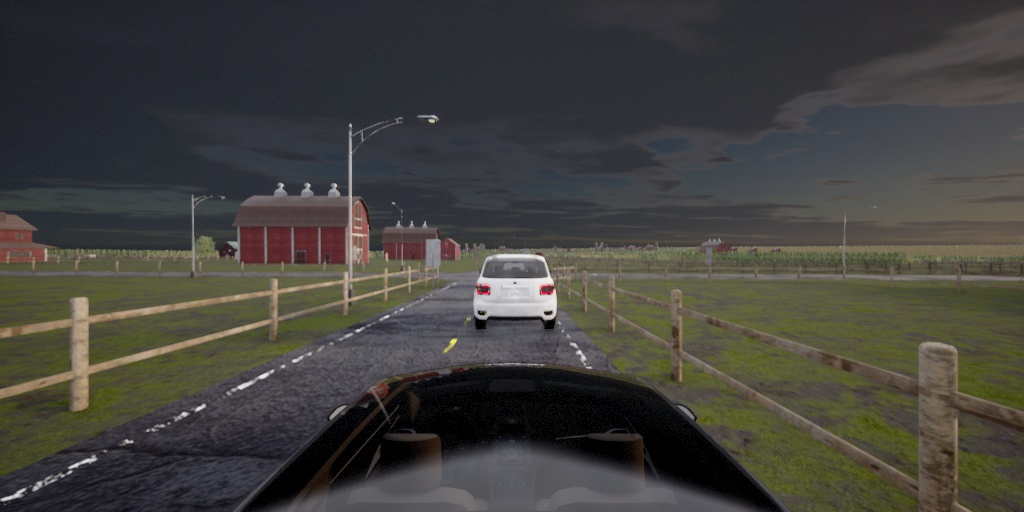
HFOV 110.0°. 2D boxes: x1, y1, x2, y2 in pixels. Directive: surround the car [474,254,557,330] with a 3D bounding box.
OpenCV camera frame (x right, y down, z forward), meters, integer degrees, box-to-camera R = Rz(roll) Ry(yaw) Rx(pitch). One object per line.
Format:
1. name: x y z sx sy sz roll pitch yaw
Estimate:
1. car: 0.104 0.974 11.253 2.150 2.045 5.566 0 0 1
